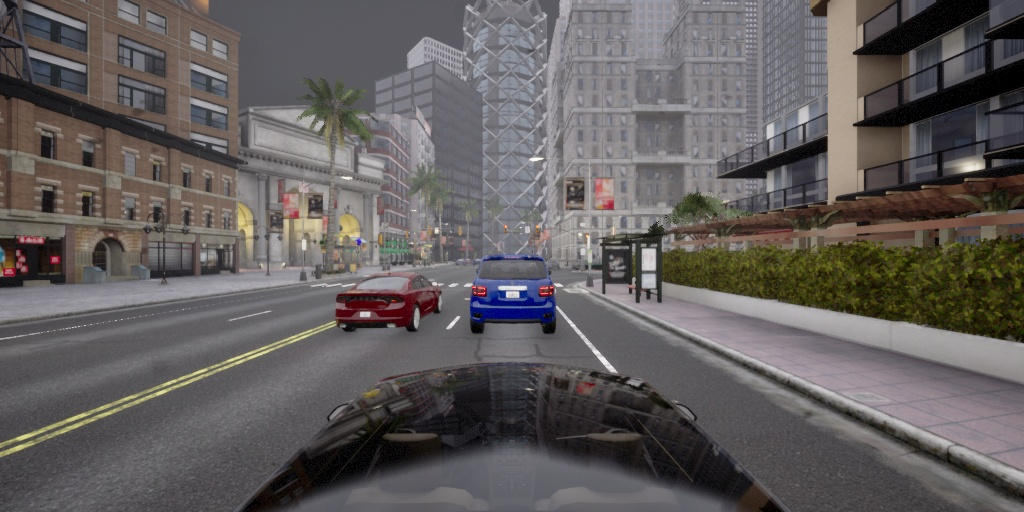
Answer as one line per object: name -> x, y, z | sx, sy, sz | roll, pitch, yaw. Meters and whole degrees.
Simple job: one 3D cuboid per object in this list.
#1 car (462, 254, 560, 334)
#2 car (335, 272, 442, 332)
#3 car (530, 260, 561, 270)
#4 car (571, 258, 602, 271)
car -> 0.052, 0.971, 10.823 | 2.150, 2.045, 5.566 | 0, 0, 1
car -> -3.443, 1.228, 10.932 | 1.882, 1.535, 5.008 | 0, 0, 0
car -> 4.897, 1.314, 51.942 | 4.181, 1.385, 1.994 | 0, 0, 14
car -> 10.153, 1.101, 47.307 | 4.553, 1.767, 2.097 | 0, 0, -2
